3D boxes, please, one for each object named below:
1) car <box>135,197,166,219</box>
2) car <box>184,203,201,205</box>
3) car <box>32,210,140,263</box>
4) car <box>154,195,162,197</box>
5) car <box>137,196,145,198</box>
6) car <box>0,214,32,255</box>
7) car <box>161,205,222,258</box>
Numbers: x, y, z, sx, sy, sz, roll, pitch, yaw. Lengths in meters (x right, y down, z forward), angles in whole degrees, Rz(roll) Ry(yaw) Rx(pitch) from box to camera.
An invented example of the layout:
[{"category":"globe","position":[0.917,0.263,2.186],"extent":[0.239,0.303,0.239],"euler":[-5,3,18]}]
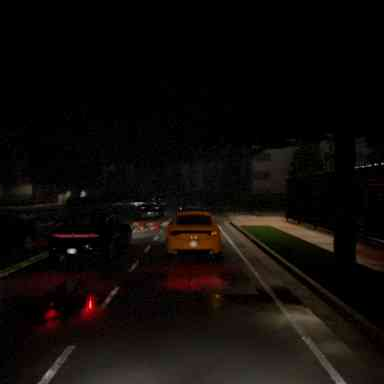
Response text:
[{"category":"car","position":[-3.431,1.487,29.166],"extent":[2.128,1.511,4.902],"euler":[0,0,0]},{"category":"car","position":[0.047,1.543,25.470],"extent":[2.033,1.411,5.357],"euler":[0,0,0]},{"category":"car","position":[-3.440,1.490,11.986],"extent":[2.128,1.511,4.902],"euler":[0,0,0]},{"category":"car","position":[-7.335,1.489,71.391],"extent":[1.837,1.490,4.892],"euler":[0,0,-1]},{"category":"car","position":[-10.831,1.585,70.827],"extent":[1.895,1.301,4.718],"euler":[0,0,-1]},{"category":"car","position":[-7.075,1.476,11.029],"extent":[1.882,1.535,5.008],"euler":[0,0,0]},{"category":"car","position":[0.065,1.476,12.884],"extent":[1.882,1.535,5.008],"euler":[0,0,0]}]
